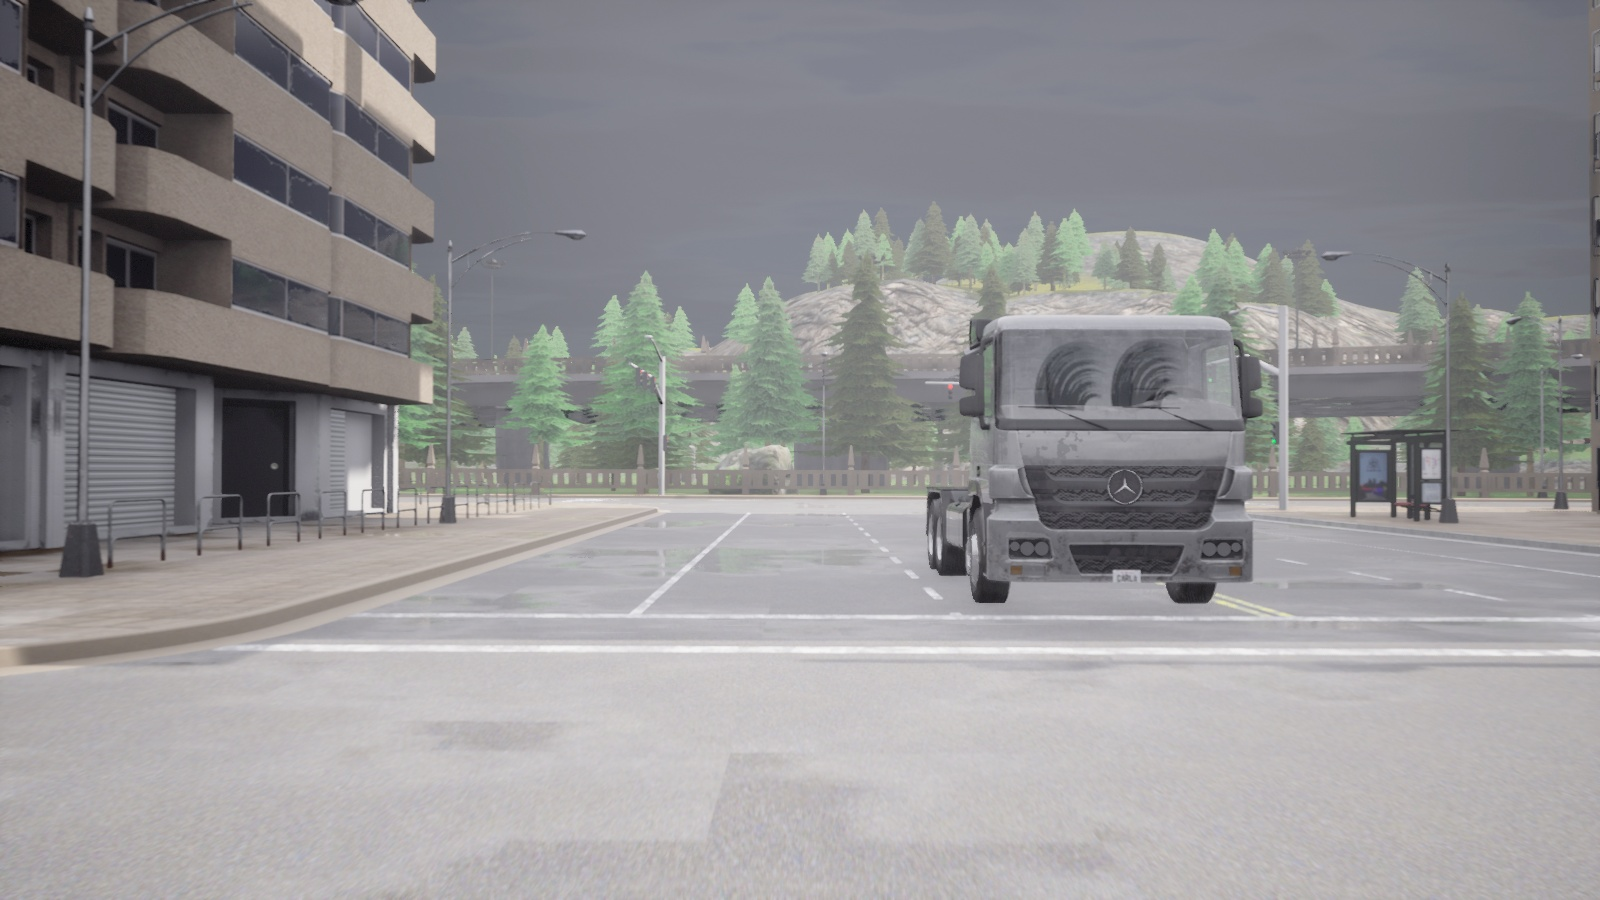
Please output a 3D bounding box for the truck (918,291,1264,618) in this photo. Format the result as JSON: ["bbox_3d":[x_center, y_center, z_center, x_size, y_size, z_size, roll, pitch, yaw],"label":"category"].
[{"bbox_3d":[3.456,0.109,17.305,2.891,3.462,7.936,0,-1,0],"label":"truck"}]
